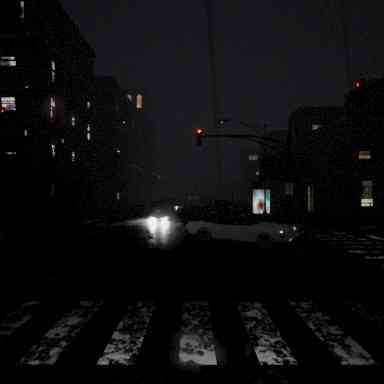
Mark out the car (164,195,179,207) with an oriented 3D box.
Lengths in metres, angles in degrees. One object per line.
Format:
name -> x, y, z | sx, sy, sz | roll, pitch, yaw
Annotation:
car -> -3.047, 1.573, 53.074 | 2.033, 1.411, 5.357 | 0, 0, 0

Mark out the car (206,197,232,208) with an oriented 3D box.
car -> 2.707, 1.446, 31.824 | 1.967, 1.590, 4.097 | 0, 0, 0

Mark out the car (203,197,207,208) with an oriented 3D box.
car -> 2.716, 1.597, 43.218 | 1.802, 1.307, 4.206 | 0, 0, 0

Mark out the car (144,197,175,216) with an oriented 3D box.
car -> -3.076, 1.498, 32.720 | 2.128, 1.511, 4.902 | 0, 0, 0

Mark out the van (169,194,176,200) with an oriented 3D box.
van -> -5.629, 1.431, 94.481 | 1.690, 1.788, 3.998 | -1, 0, 0

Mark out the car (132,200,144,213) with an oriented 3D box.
car -> -5.669, 1.561, 37.515 | 2.008, 1.369, 4.403 | 0, 0, 0

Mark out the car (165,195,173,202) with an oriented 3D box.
car -> -5.636, 1.593, 82.917 | 1.752, 1.417, 4.829 | -1, 0, 0

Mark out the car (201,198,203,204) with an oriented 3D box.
car -> 2.720, 1.572, 48.915 | 2.008, 1.369, 4.403 | 0, 0, 0

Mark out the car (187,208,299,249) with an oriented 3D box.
car -> 2.162, 1.604, 14.714 | 4.718, 1.301, 1.895 | 0, 1, 37

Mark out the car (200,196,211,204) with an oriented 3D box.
car -> 2.733, 1.592, 66.005 | 2.008, 1.369, 4.403 | -1, 0, 0

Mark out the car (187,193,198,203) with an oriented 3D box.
car -> 0.137, 1.269, 70.537 | 2.150, 2.045, 5.566 | 0, 0, 0
